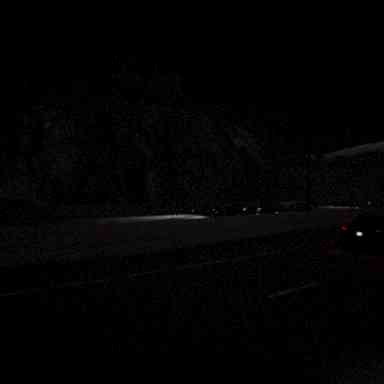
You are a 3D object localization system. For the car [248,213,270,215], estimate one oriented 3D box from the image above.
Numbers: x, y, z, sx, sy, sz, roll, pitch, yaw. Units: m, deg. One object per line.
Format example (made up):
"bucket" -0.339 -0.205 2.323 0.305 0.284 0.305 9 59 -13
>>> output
"car" 7.020 1.630 32.741 4.553 1.767 2.097 1 -1 -44

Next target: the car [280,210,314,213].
"car" 9.391 1.800 30.166 4.674 1.442 1.812 1 -1 -43

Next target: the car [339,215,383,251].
"car" 8.431 1.723 15.001 4.181 1.385 1.994 1 -1 -40

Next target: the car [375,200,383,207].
"car" 34.711 2.014 62.293 2.097 1.767 4.553 0 -1 42
